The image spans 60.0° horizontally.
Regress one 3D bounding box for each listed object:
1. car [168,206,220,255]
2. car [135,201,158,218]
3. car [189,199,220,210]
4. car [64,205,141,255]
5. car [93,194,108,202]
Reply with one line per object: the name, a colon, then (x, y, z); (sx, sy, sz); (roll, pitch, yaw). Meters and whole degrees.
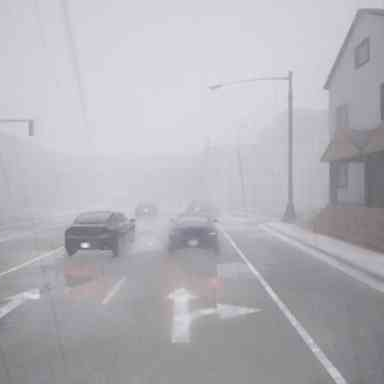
car: (0.065, 1.497, 13.139); (1.812, 1.442, 4.674); (0, 0, 0)
car: (-4.075, 1.507, 29.454); (1.994, 1.385, 4.181); (0, 0, -9)
car: (0.963, 1.325, 27.211); (2.097, 1.767, 4.553); (0, 0, 14)
car: (-3.431, 1.474, 13.167); (1.837, 1.490, 4.892); (0, 0, 0)
car: (-18.586, 1.203, 67.414); (2.097, 1.767, 4.553); (0, 0, -1)
